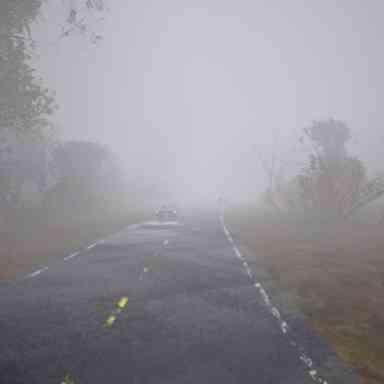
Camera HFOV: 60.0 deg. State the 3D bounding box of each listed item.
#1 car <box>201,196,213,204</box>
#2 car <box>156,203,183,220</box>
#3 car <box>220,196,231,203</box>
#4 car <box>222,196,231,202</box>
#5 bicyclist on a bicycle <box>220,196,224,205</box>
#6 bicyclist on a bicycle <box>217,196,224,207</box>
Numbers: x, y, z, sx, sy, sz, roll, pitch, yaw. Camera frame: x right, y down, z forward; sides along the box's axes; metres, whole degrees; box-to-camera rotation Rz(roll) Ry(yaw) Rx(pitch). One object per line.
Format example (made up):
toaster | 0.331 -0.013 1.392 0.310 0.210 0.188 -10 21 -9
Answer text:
car | 3.225 1.595 71.383 2.097 1.767 4.553 0 0 9
car | -1.959 1.698 29.383 1.895 1.301 4.718 0 0 4
car | 7.075 1.827 75.907 1.994 1.385 4.181 0 0 11
car | 8.968 1.730 85.914 1.994 1.385 4.181 0 0 12
bicyclist on a bicycle | 5.771 1.597 63.056 0.659 1.776 1.843 0 0 9
bicyclist on a bicycle | 4.404 1.560 53.407 0.659 1.776 1.843 0 0 7
